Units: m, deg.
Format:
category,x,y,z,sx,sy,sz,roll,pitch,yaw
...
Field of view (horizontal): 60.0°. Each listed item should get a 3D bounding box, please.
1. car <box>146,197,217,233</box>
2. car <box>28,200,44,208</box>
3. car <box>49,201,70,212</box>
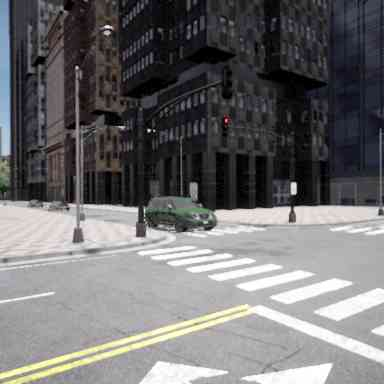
category,x,y,z,sx,sy,sz,roll,pitch,yaw
car,-0.846,1.326,20.497,2.150,2.045,5.566,0,0,-35
car,-26.897,2.033,57.254,1.812,1.442,4.674,0,0,-35
car,-17.671,1.872,44.238,1.812,1.442,4.674,0,0,-35
